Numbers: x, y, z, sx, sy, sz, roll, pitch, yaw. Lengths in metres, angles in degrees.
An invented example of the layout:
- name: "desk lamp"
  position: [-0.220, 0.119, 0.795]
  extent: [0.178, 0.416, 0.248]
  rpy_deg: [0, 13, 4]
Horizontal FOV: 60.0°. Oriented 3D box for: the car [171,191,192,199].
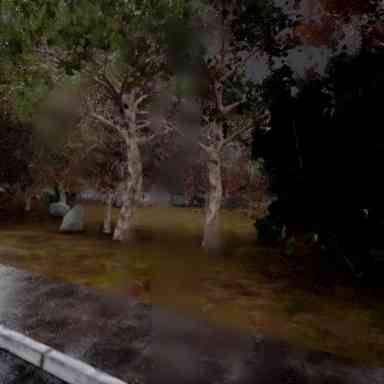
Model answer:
- name: "car"
  position: [-3.546, 0.893, 94.174]
  extent: [2.435, 2.045, 5.566]
  rpy_deg: [6, 2, 41]
